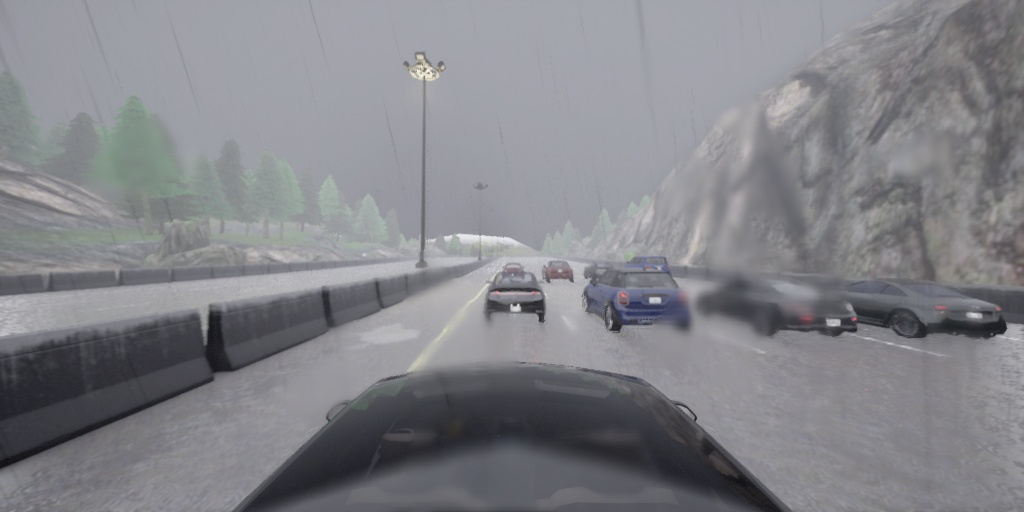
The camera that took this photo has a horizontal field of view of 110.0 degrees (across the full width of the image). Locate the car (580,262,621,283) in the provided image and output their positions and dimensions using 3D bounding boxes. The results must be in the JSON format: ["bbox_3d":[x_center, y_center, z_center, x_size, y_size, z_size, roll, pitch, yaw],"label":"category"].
[{"bbox_3d":[7.108,1.260,29.246,2.128,1.511,4.902,0,0,0],"label":"car"}]

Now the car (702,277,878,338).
[{"bbox_3d":[7.102,1.311,10.229,1.812,1.442,4.674,0,0,0],"label":"car"}]

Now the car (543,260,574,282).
[{"bbox_3d":[3.608,1.122,28.947,2.097,1.767,4.553,0,0,0],"label":"car"}]

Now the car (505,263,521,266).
[{"bbox_3d":[0.108,1.290,30.450,1.812,1.442,4.674,0,0,0],"label":"car"}]

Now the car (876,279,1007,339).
[{"bbox_3d":[10.602,1.349,10.224,1.994,1.385,4.181,0,0,0],"label":"car"}]

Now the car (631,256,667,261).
[{"bbox_3d":[10.608,0.993,28.634,2.150,2.045,5.566,0,0,0],"label":"car"}]

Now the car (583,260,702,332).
[{"bbox_3d":[3.603,1.139,11.149,2.097,1.767,4.553,0,0,0],"label":"car"}]

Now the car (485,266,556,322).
[{"bbox_3d":[0.103,1.281,12.490,2.128,1.511,4.902,0,0,0],"label":"car"}]
